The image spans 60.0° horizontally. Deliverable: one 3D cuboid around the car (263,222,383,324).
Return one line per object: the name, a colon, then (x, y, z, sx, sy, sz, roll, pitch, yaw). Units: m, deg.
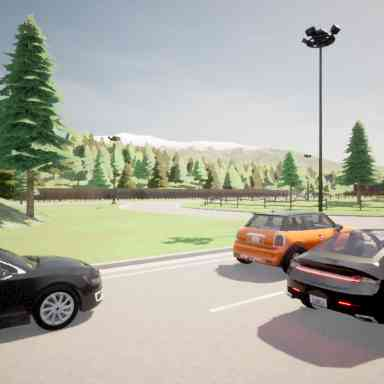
car: (3.958, 1.492, 6.600, 4.902, 1.511, 2.128, 0, 0, -35)

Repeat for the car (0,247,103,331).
car: (-3.899, 1.505, 5.265, 4.892, 1.490, 1.837, 0, 0, -35)

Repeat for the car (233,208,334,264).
car: (3.522, 1.352, 10.575, 4.553, 1.767, 2.097, 0, 0, -35)
